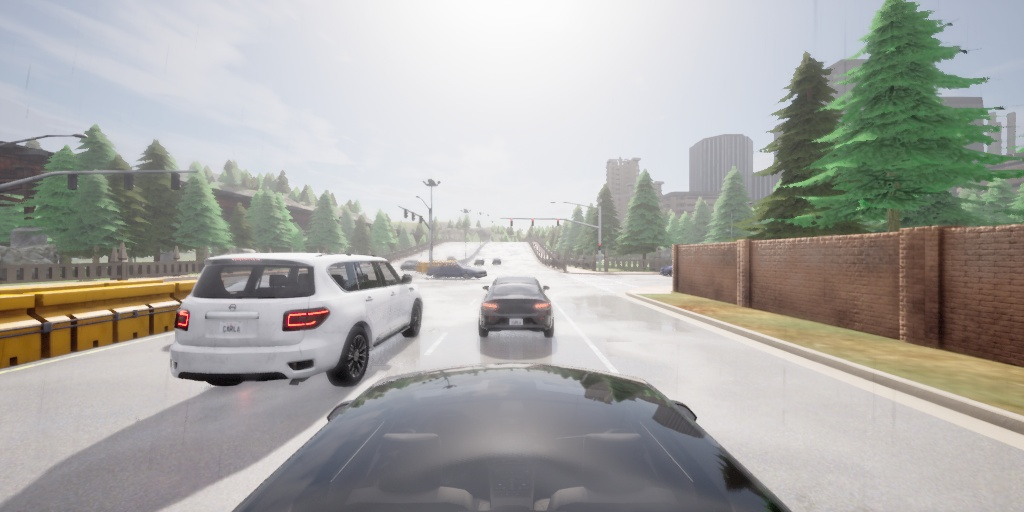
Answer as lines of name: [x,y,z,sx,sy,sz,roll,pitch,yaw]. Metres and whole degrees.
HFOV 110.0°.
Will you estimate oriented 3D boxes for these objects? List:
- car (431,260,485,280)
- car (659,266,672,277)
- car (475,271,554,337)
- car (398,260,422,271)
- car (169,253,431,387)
car: [-4.837,1.297,31.036,5.357,1.411,2.033,0,0,24]
car: [17.054,1.276,35.442,4.674,1.442,1.812,0,0,0]
car: [0.116,1.276,10.146,1.812,1.442,4.674,0,0,1]
car: [-13.863,1.255,49.145,1.837,1.490,4.892,0,0,0]
car: [-3.416,0.971,7.091,2.150,2.045,5.566,0,0,1]
